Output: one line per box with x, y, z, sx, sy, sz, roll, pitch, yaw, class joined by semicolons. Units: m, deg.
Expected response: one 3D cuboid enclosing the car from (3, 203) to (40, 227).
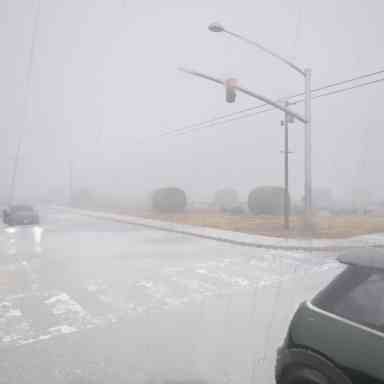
-11.850;1.571;23.049;1.837;1.490;4.892;0;2;-35;car

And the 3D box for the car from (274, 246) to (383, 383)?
2.760;1.321;1.964;2.097;1.767;4.553;0;0;-35;car
